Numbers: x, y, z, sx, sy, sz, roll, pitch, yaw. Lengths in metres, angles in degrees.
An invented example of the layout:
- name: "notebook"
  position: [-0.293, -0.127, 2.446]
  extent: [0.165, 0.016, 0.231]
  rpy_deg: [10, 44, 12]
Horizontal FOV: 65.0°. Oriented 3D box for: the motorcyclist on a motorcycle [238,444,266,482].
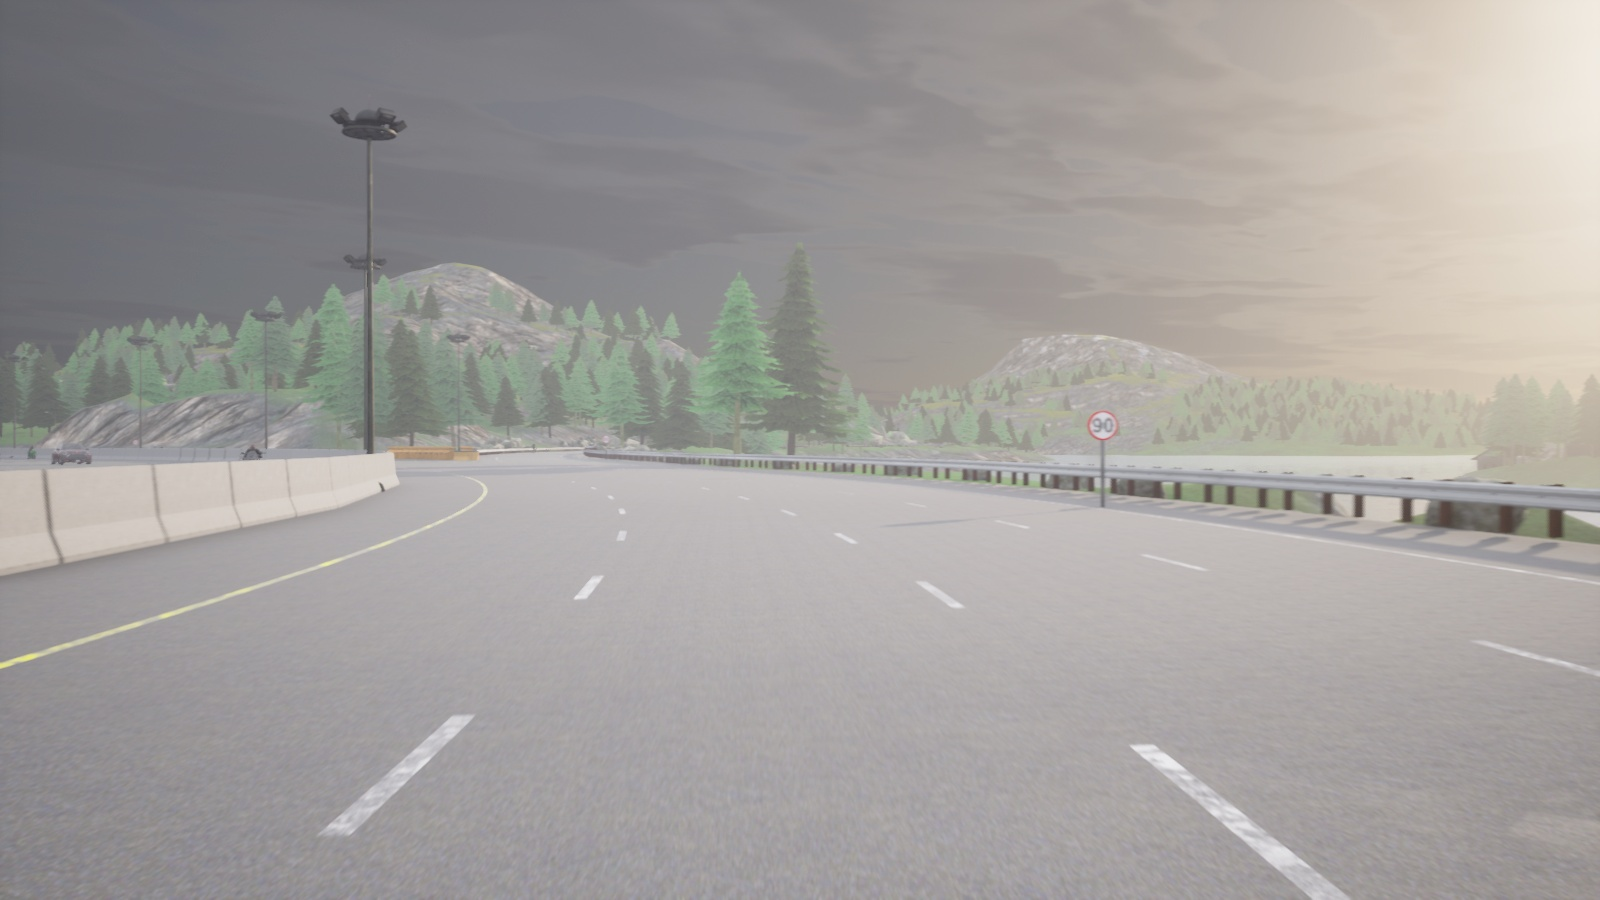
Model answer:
- name: "motorcyclist on a motorcycle"
  position: [-22.600, 0.528, 51.846]
  extent: [0.866, 1.530, 2.191]
  rpy_deg: [-1, 1, -19]
